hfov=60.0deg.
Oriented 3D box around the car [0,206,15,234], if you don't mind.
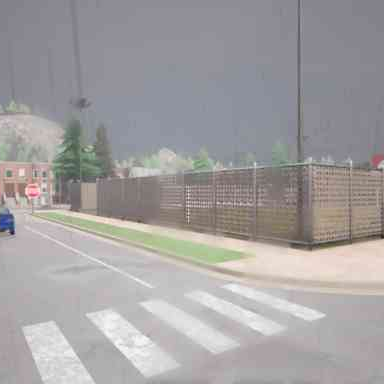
[{"bbox_3d":[-11.015,1.481,18.263,1.882,1.535,5.008,0,0,-34],"label":"car"}]
